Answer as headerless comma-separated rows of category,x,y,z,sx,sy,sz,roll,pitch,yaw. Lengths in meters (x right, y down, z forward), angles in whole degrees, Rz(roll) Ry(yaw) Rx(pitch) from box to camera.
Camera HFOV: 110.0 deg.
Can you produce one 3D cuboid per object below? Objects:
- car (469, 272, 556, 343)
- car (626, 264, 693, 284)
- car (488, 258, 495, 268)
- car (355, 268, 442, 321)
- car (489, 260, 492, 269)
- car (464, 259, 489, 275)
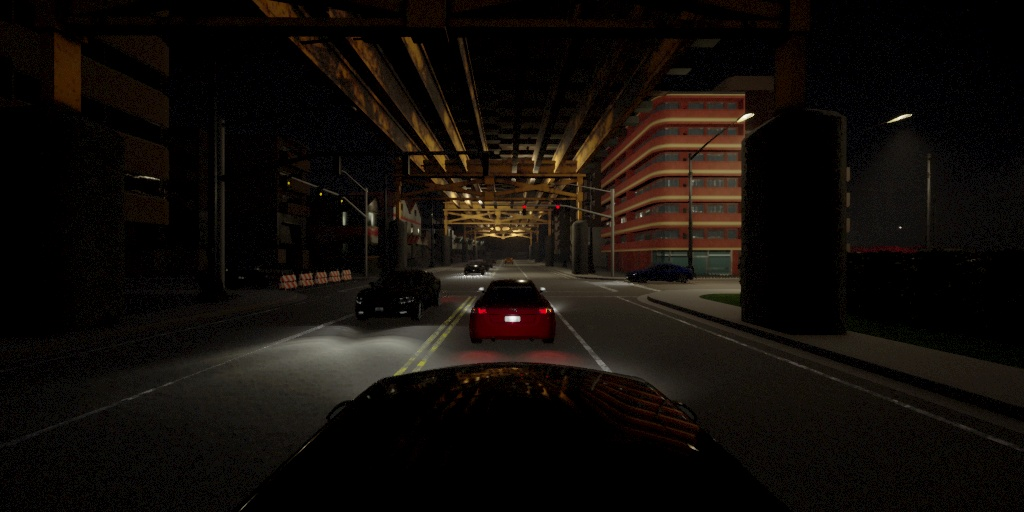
car,0.006,1.314,9.663,1.994,1.385,4.181,0,0,0
car,10.707,1.276,26.117,4.674,1.442,1.812,0,0,-1
car,-4.101,1.265,57.873,1.812,1.442,4.674,0,0,0
car,-3.763,1.227,12.636,1.882,1.535,5.008,0,0,0
car,-4.016,1.351,47.553,1.895,1.301,4.718,0,0,0
car,-3.933,1.314,38.667,1.994,1.385,4.181,0,0,0
